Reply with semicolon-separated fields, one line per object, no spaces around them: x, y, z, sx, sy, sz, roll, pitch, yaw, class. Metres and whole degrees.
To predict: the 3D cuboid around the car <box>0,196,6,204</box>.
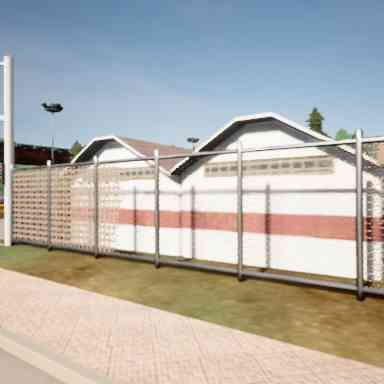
-23.409;1.511;42.475;2.150;2.045;5.566;0;0;34;car
